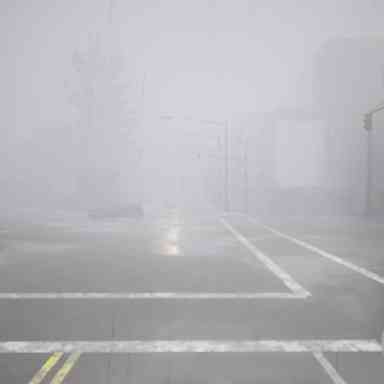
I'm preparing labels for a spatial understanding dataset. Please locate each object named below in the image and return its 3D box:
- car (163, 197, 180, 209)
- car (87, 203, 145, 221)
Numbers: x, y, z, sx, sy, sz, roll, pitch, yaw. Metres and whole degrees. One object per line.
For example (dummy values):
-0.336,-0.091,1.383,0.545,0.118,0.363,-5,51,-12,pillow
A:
-3.417,1.847,51.758,2.033,1.411,5.357,0,0,0,car
-6.490,1.672,28.682,4.902,1.511,2.128,0,2,-27,car
